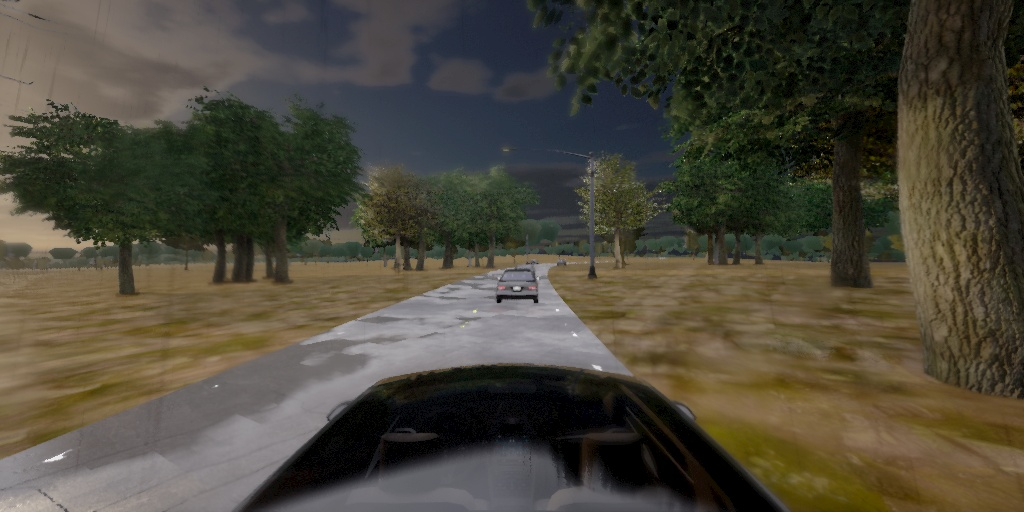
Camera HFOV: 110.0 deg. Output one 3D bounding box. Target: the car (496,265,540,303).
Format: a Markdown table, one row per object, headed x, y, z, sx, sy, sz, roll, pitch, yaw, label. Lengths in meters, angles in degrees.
| x | y | z | sx | sy | sz | roll | pitch | yaw | label |
| --- | --- | --- | --- | --- | --- | --- | --- | --- | --- |
| 0.286 | 1.303 | 16.439 | 2.033 | 1.411 | 5.357 | 0 | 0 | 2 | car |

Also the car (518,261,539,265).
| x | y | z | sx | sy | sz | roll | pitch | yaw | label |
| --- | --- | --- | --- | --- | --- | --- | --- | --- | --- |
| 1.146 | 1.353 | 31.388 | 1.895 | 1.301 | 4.718 | 0 | 0 | 4 | car |
